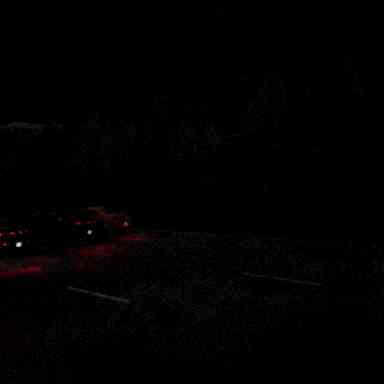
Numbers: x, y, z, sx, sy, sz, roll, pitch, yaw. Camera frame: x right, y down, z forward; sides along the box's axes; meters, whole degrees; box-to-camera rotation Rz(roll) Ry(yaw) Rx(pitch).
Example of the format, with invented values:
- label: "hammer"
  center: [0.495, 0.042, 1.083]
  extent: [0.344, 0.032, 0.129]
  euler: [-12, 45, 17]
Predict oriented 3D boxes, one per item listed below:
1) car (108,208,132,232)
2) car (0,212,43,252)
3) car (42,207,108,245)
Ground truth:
- label: "car"
  center: [-5.929, 1.626, 19.585]
  extent: [5.008, 1.535, 1.882]
  euler: [0, 0, 25]
- label: "car"
  center: [-8.434, 1.639, 12.975]
  extent: [4.892, 1.490, 1.837]
  euler: [0, 0, 24]
- label: "car"
  center: [-6.834, 1.630, 16.153]
  extent: [4.902, 1.511, 2.128]
  euler: [0, 0, 26]
